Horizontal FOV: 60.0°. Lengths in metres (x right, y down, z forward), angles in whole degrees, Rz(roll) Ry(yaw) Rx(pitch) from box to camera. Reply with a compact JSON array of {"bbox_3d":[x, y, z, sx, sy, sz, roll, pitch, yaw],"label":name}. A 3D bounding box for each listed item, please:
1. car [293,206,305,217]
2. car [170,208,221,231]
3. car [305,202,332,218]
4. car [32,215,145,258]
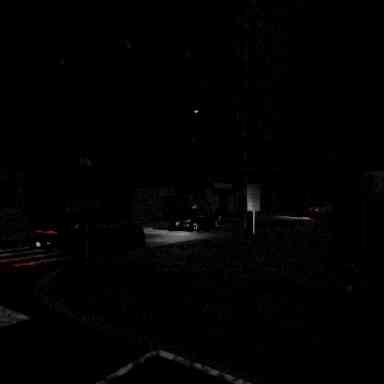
[{"bbox_3d":[15.510,2.674,45.939,1.837,1.490,4.892,-1,-2,36],"label":"car"},{"bbox_3d":[0.364,2.022,25.030,1.837,1.490,4.892,-1,-2,36],"label":"car"},{"bbox_3d":[16.900,2.331,42.963,2.150,2.045,5.566,-1,-2,36],"label":"car"},{"bbox_3d":[-4.057,1.702,13.841,2.128,1.511,4.902,-1,-2,36],"label":"car"}]
